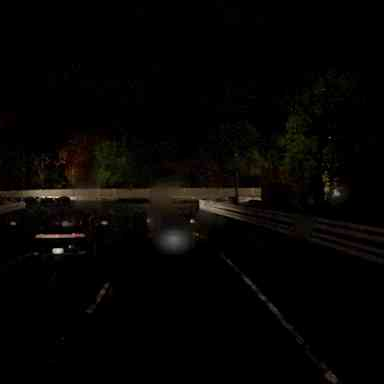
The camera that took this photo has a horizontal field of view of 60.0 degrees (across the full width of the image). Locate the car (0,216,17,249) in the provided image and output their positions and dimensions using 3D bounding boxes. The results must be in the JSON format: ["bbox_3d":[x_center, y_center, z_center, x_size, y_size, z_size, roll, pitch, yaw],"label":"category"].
[{"bbox_3d":[-7.767,1.548,12.124,2.128,1.511,4.902,0,0,-7],"label":"car"}]

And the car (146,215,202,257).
[{"bbox_3d":[-0.797,1.587,13.134,1.994,1.385,4.181,0,0,-6],"label":"car"}]

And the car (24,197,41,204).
[{"bbox_3d":[-34.499,1.765,70.885,1.812,1.442,4.674,0,0,-45],"label":"car"}]

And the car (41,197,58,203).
[{"bbox_3d":[-31.906,1.780,73.236,1.994,1.385,4.181,0,0,-45],"label":"car"}]

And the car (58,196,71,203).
[{"bbox_3d":[-29.314,1.714,75.587,1.837,1.490,4.892,0,0,-45],"label":"car"}]

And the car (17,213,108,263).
[{"bbox_3d":[-4.263,1.531,12.264,2.128,1.511,4.902,0,0,-7],"label":"car"}]
